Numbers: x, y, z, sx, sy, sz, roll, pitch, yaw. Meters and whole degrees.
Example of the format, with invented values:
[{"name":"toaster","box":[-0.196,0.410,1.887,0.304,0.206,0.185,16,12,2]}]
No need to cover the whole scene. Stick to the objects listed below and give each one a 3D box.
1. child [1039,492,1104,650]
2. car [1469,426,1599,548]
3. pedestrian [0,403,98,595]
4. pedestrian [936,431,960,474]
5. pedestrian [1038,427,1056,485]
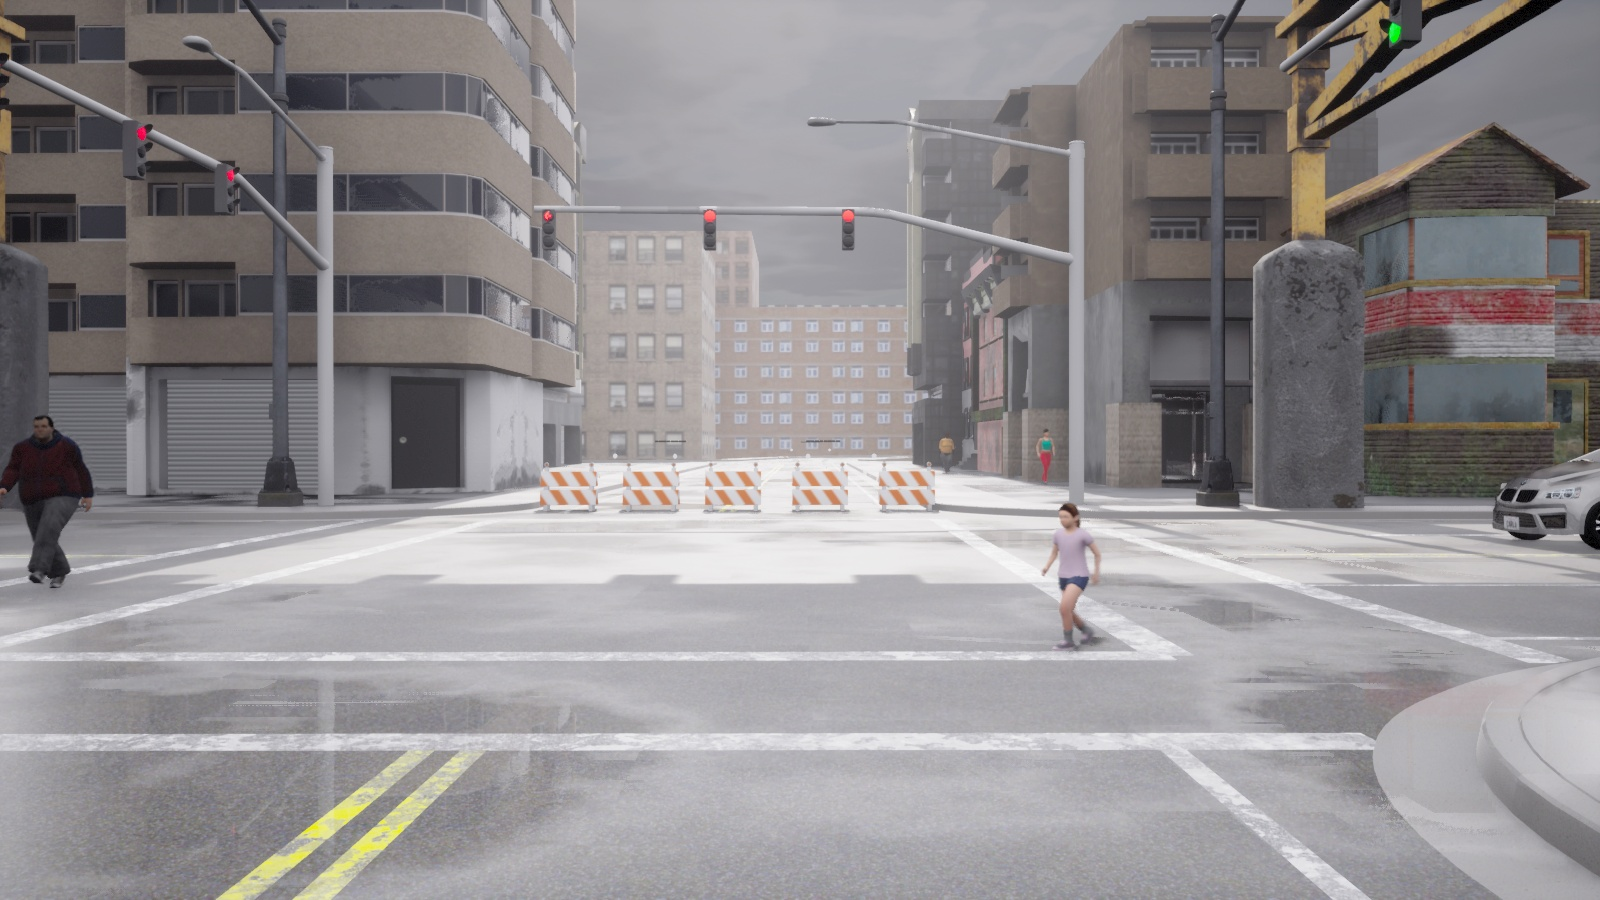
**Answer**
[{"name":"child","box":[1.973,0.867,9.127,0.394,1.110,0.255,0,0,-35]},{"name":"car","box":[12.614,0.498,18.226,4.611,1.667,2.242,0,0,0]},{"name":"pedestrian","box":[-7.531,0.465,12.536,0.634,1.844,0.899,0,0,-8]},{"name":"pedestrian","box":[6.481,0.106,55.125,0.874,1.855,0.900,0,0,-4]},{"name":"pedestrian","box":[7.952,0.189,40.475,0.345,1.836,0.594,0,0,-13]}]
